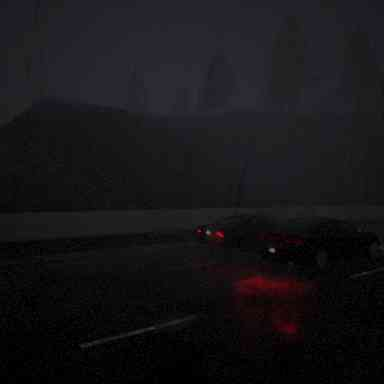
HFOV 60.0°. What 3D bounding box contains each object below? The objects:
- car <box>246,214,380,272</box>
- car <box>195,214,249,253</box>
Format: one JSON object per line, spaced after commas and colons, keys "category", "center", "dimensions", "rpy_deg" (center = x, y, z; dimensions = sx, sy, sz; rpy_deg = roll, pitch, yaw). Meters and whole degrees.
{"category": "car", "center": [4.370, 1.572, 11.169], "dimensions": [5.008, 1.535, 1.882], "rpy_deg": [1, 0, -35]}
{"category": "car", "center": [2.677, 1.645, 14.254], "dimensions": [5.357, 1.411, 2.033], "rpy_deg": [1, 0, -35]}
